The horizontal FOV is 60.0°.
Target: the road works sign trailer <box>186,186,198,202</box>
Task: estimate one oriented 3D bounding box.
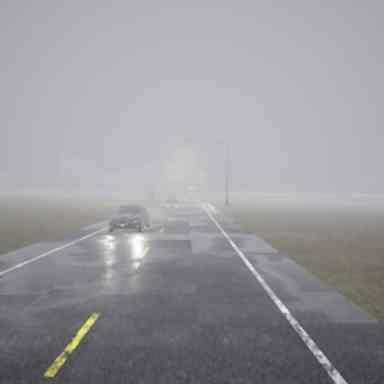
[{"bbox_3d":[-0.005,0.386,69.494,2.380,3.560,2.880,0,0,0],"label":"road works sign trailer"}]

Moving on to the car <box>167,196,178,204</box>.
[{"bbox_3d":[-3.540,1.408,60.736,1.882,1.535,5.008,0,0,1],"label":"car"}]

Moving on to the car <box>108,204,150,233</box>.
[{"bbox_3d":[-3.600,1.481,19.640,1.837,1.490,4.892,0,0,0],"label":"car"}]
